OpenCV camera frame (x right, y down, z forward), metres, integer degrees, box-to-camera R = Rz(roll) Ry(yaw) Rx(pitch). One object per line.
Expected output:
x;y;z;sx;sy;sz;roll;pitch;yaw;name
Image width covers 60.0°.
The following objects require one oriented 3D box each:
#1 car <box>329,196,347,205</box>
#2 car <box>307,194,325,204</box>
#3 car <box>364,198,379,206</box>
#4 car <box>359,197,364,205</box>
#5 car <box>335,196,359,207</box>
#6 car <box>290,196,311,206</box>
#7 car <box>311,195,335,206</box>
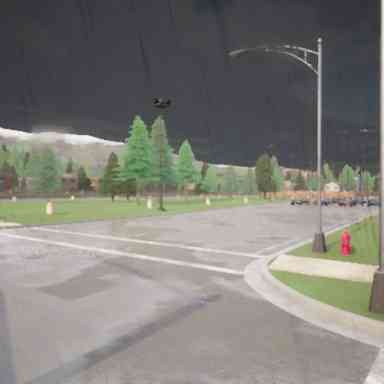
27.321;1.544;62.318;2.033;1.411;5.357;0;0;35;car
23.602;1.337;63.123;2.097;1.767;4.553;0;0;35;car
29.341;1.579;53.069;1.994;1.385;4.181;0;0;35;car
30.645;1.556;60.955;2.033;1.411;5.357;0;0;35;car
24.178;1.566;51.842;1.994;1.385;4.181;0;0;35;car
17.832;1.580;54.997;1.895;1.301;4.718;0;0;35;car
21.137;1.516;53.609;1.812;1.442;4.674;0;0;35;car
